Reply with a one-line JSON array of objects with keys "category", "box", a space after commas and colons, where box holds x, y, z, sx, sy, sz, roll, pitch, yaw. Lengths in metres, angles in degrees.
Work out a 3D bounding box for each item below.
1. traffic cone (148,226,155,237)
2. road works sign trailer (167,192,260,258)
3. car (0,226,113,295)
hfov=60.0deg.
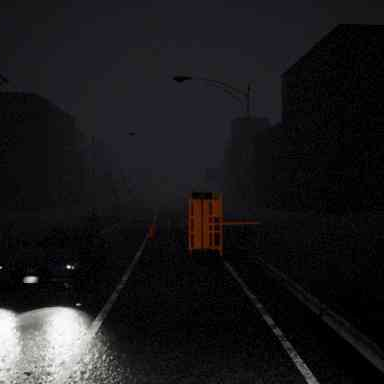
[{"category": "traffic cone", "box": [-2.243, 2.182, 18.376, 0.340, 0.580, 0.340, -1, -2, -5]}, {"category": "road works sign trailer", "box": [0.819, 1.165, 13.261, 2.880, 2.380, 3.560, 0, -1, -13]}, {"category": "car", "box": [-3.366, 1.617, 8.737, 1.994, 1.385, 4.181, 0, -1, -3]}]
